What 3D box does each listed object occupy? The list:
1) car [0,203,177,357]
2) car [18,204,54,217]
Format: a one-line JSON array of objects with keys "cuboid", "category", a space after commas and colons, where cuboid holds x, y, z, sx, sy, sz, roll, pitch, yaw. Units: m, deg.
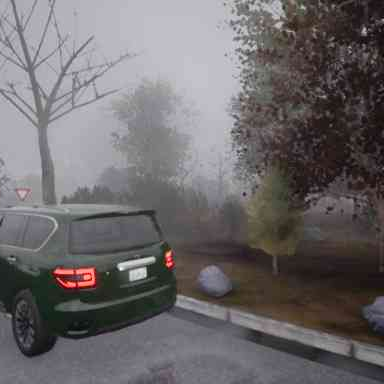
[{"cuboid": [-2.739, 1.232, 6.352, 5.566, 2.045, 2.150, 0, 0, 42], "category": "car"}, {"cuboid": [-20.004, 2.331, 42.861, 2.128, 1.511, 4.902, -1, -2, 4], "category": "car"}]
